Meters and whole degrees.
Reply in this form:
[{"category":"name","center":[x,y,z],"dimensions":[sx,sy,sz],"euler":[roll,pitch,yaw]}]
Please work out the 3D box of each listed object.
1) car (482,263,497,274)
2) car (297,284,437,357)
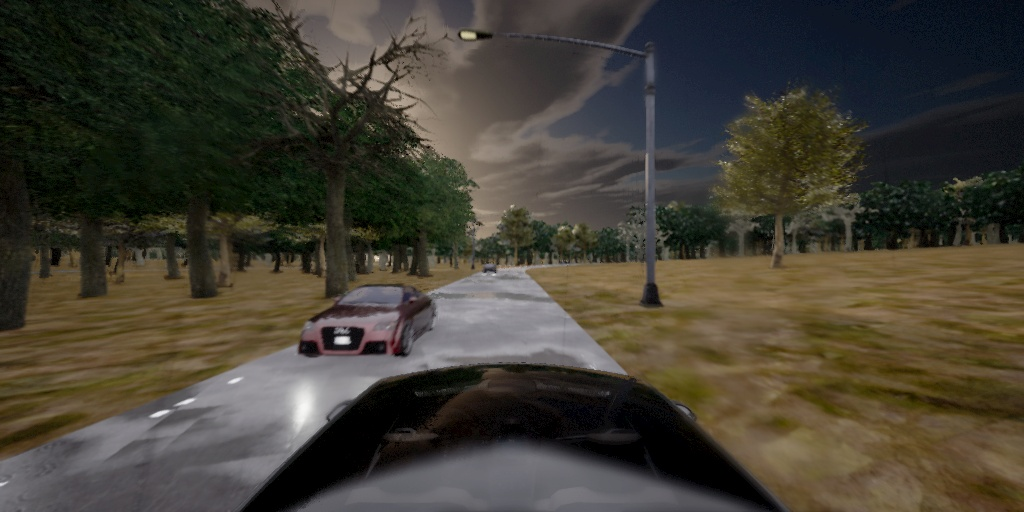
[{"category":"car","center":[-3.046,1.724,49.694],"dimensions":[2.033,1.411,5.357],"euler":[0,-1,1]},{"category":"car","center":[-3.099,1.370,8.544],"dimensions":[1.994,1.385,4.181],"euler":[0,0,0]}]
